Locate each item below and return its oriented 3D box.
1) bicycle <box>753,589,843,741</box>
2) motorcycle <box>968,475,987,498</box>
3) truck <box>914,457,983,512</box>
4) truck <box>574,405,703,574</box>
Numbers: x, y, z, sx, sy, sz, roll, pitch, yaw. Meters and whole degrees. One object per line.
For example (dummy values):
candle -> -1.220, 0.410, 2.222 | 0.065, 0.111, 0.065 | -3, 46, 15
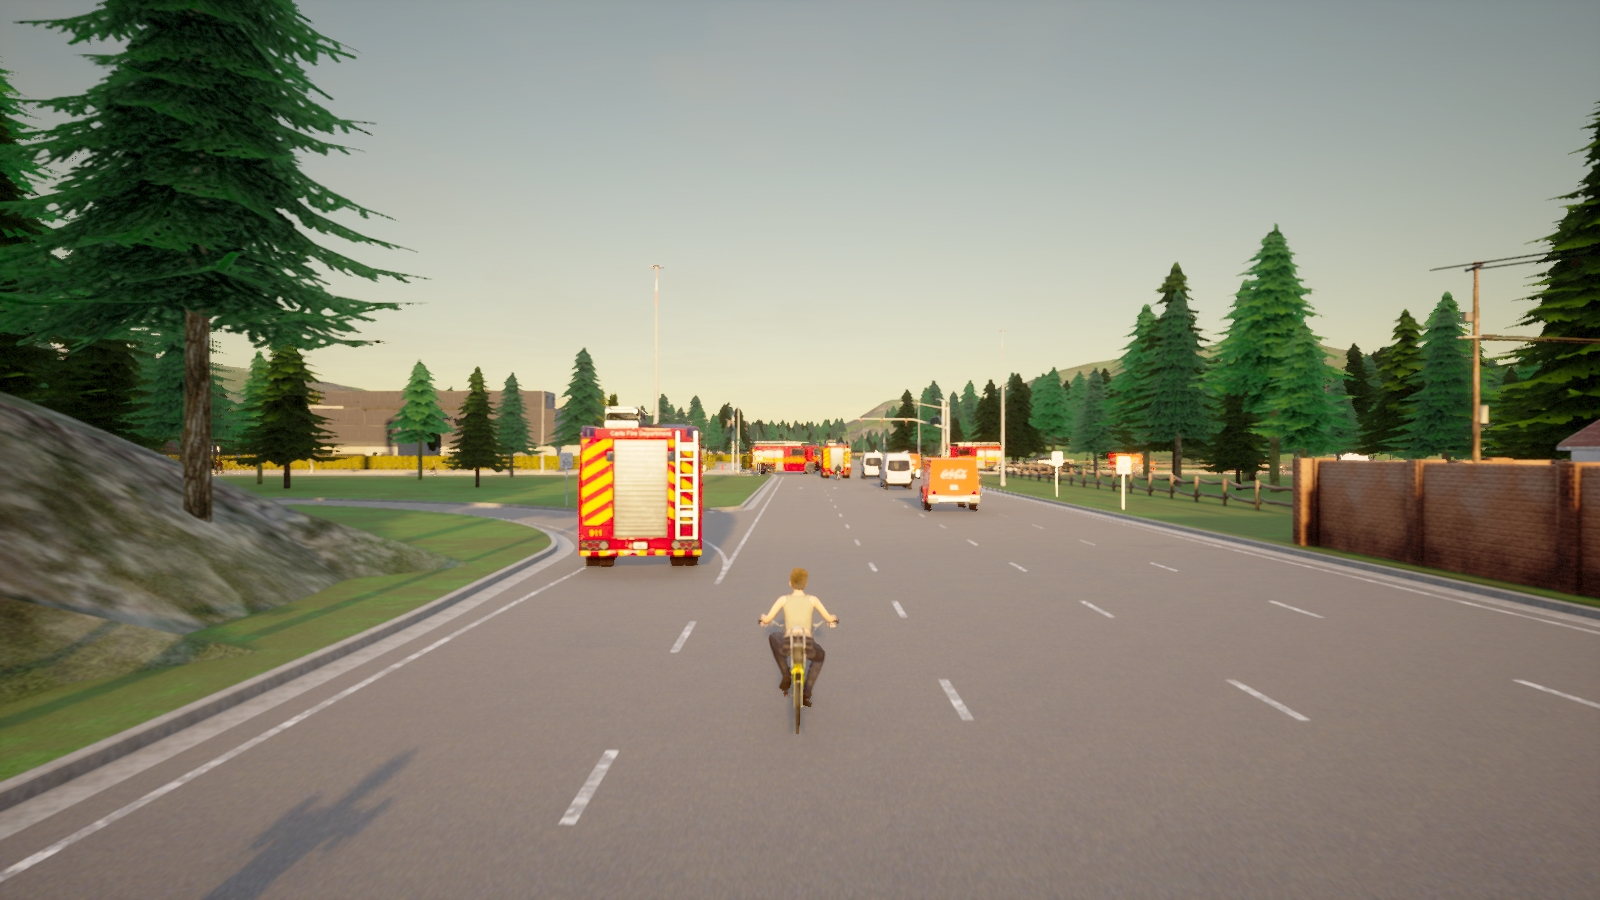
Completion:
bicycle -> -0.016, 2.163, 11.752 | 0.859, 1.276, 1.487 | 0, 0, 0
motorcycle -> 10.509, 2.180, 67.854 | 0.764, 1.307, 2.356 | 0, 0, 0
truck -> 7.006, 1.588, 54.478 | 2.627, 2.467, 5.204 | 0, 0, 0
truck -> -4.098, 0.902, 30.269 | 2.891, 3.827, 8.468 | 0, 0, -6
